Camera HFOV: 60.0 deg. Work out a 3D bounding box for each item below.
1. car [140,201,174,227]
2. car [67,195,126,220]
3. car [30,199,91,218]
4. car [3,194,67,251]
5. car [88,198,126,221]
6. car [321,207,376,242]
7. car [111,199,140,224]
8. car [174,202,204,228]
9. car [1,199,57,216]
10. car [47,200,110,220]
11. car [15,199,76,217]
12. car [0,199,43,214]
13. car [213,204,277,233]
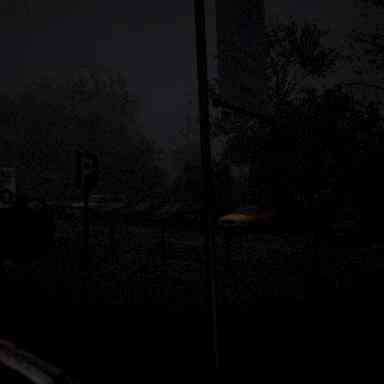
[{"bbox_3d":[-0.979,1.497,23.367,2.231,1.521,4.892,0,0,35],"label":"car"},{"bbox_3d":[-7.791,1.251,28.157,2.435,2.045,5.566,0,0,35],"label":"car"},{"bbox_3d":[-12.306,1.503,31.388,2.097,1.535,5.008,0,0,35],"label":"car"},{"bbox_3d":[-7.858,1.243,12.167,2.435,2.045,5.566,0,0,35],"label":"car"},{"bbox_3d":[-5.508,1.500,26.578,2.097,1.535,5.008,0,0,35],"label":"car"},{"bbox_3d":[8.056,1.518,16.914,2.163,1.488,4.792,0,0,35],"label":"car"},{"bbox_3d":[-3.243,1.498,24.972,2.097,1.535,5.008,0,0,35],"label":"car"},{"bbox_3d":[1.298,1.524,21.779,2.163,1.488,4.792,0,0,35],"label":"car"},{"bbox_3d":[-16.846,1.527,34.579,2.163,1.488,4.792,0,0,35],"label":"car"},{"bbox_3d":[-10.041,1.505,29.780,2.231,1.521,4.892,0,0,35],"label":"car"},{"bbox_3d":[-14.461,1.497,33.150,1.946,1.575,5.366,0,0,35],"label":"car"},{"bbox_3d":[-19.082,1.515,36.237,2.163,1.488,4.792,0,0,35],"label":"car"},{"bbox_3d":[3.437,1.489,19.998,1.946,1.575,5.366,0,0,35],"label":"car"}]
